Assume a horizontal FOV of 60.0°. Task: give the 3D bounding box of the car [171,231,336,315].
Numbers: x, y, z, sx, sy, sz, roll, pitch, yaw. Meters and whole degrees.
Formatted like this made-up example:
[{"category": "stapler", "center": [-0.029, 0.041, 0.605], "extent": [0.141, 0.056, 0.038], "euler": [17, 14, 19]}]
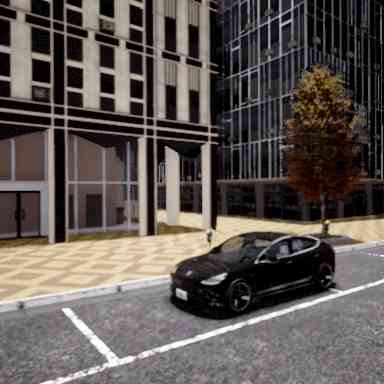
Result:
[{"category": "car", "center": [1.576, 1.609, 7.656], "extent": [4.313, 1.339, 1.947], "euler": [1, -1, -35]}]
